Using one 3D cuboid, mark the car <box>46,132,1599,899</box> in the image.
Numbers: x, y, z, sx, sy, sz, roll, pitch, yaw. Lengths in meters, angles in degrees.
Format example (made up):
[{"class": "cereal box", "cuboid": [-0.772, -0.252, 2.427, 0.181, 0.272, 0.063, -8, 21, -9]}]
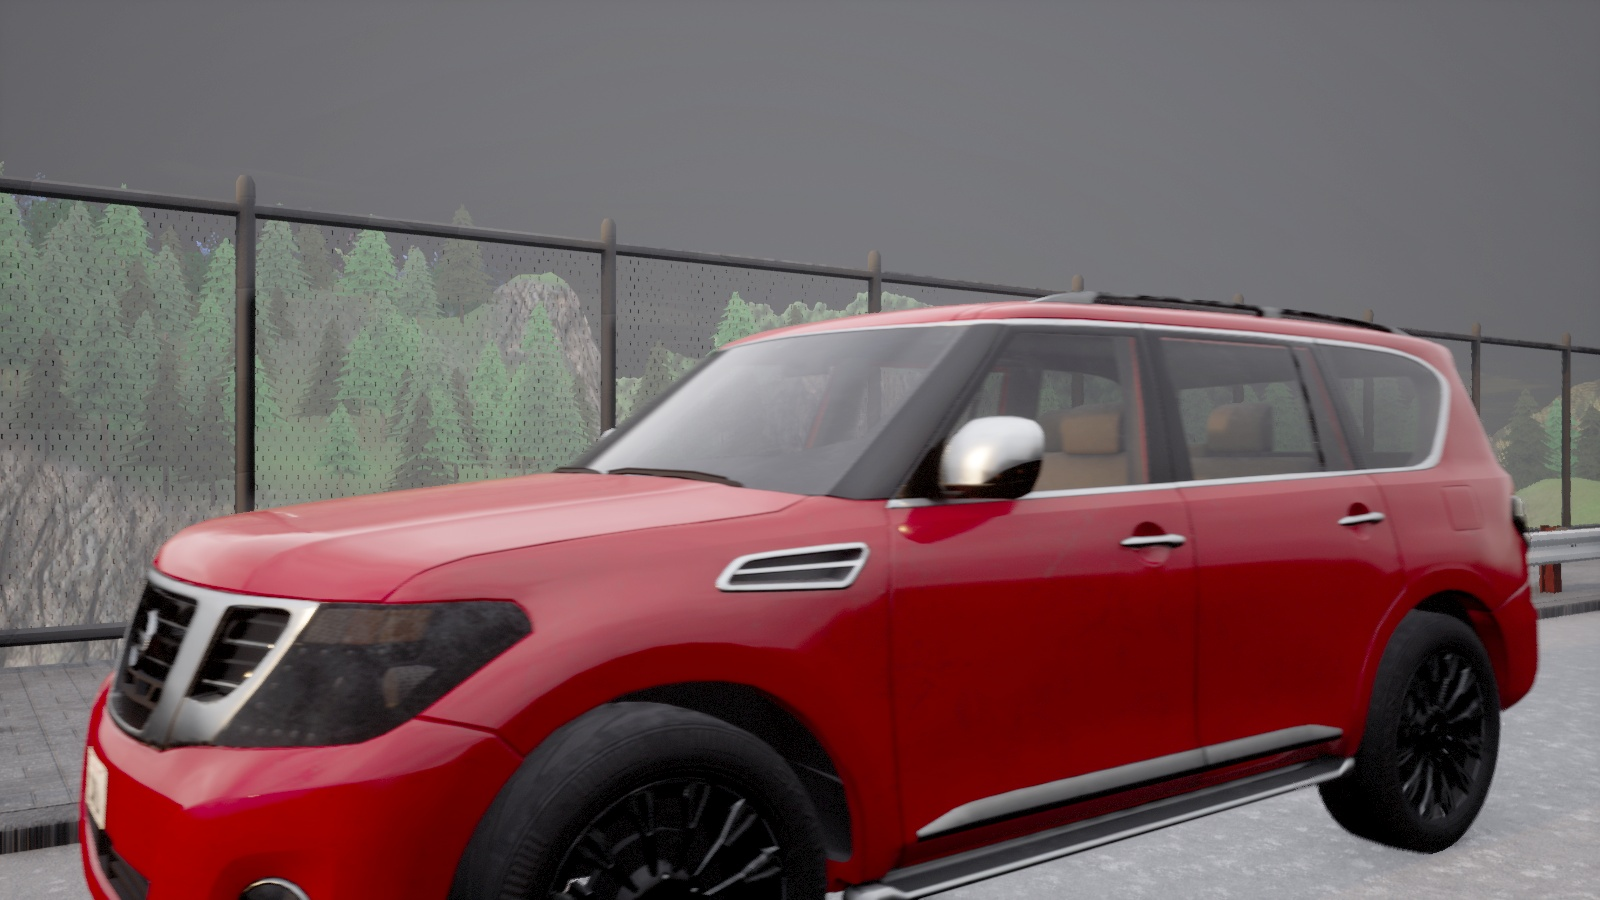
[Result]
[{"class": "car", "cuboid": [0.534, 0.474, 4.655, 5.566, 2.045, 2.150, 0, 0, -35]}]
